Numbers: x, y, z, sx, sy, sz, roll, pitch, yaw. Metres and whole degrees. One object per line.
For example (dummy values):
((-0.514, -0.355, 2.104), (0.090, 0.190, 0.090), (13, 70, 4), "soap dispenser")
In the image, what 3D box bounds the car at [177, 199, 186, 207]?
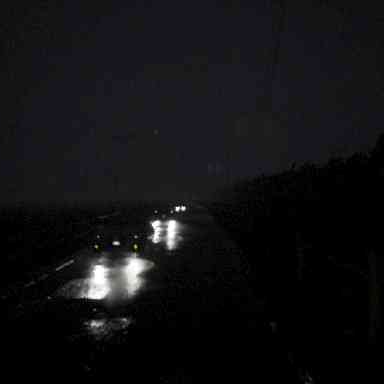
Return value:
((-2.187, 2.045, 64.405), (2.128, 1.511, 4.902), (0, 0, 1), "car")

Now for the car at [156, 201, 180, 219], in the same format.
((-2.472, 1.865, 31.908), (1.895, 1.301, 4.718), (0, -1, 1), "car")

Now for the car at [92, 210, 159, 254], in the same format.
((-2.724, 1.677, 13.982), (1.994, 1.385, 4.181), (0, 0, 0), "car")

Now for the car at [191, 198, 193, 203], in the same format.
((0.785, 2.164, 86.736), (2.128, 1.511, 4.902), (0, -1, 1), "car")

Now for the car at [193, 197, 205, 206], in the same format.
((1.587, 2.097, 69.164), (1.837, 1.490, 4.892), (0, -1, 1), "car")
